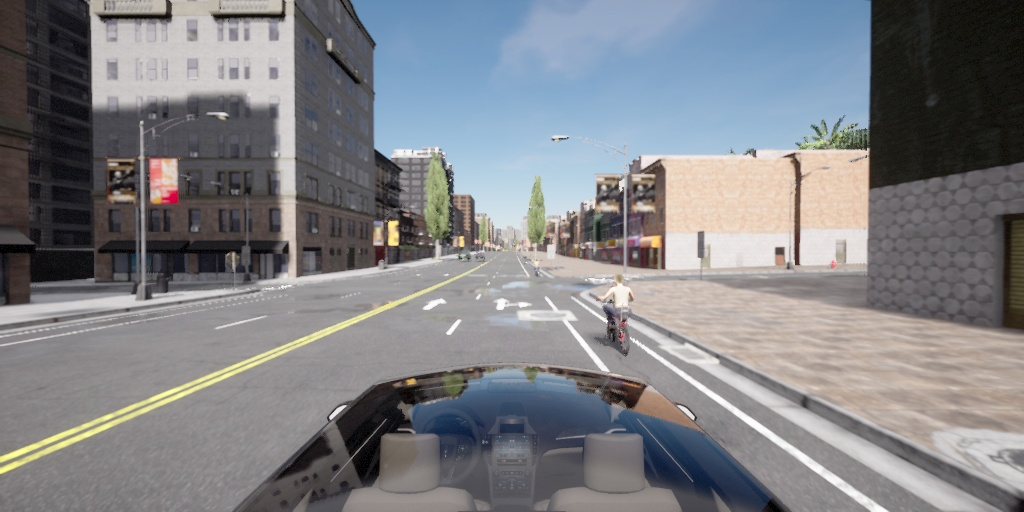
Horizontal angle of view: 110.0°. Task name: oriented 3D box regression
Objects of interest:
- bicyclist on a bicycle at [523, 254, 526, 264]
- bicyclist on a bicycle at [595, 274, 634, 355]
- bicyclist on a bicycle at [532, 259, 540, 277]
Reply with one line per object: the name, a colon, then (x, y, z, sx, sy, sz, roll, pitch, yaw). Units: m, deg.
bicyclist on a bicycle: (2.245, 0.548, 62.882, 0.659, 1.776, 1.843, 0, 1, 0)
bicyclist on a bicycle: (2.268, 1.183, 7.712, 0.866, 1.612, 1.509, 0, 0, 0)
bicyclist on a bicycle: (2.255, 1.121, 33.165, 0.866, 1.612, 1.509, 0, 1, 0)
